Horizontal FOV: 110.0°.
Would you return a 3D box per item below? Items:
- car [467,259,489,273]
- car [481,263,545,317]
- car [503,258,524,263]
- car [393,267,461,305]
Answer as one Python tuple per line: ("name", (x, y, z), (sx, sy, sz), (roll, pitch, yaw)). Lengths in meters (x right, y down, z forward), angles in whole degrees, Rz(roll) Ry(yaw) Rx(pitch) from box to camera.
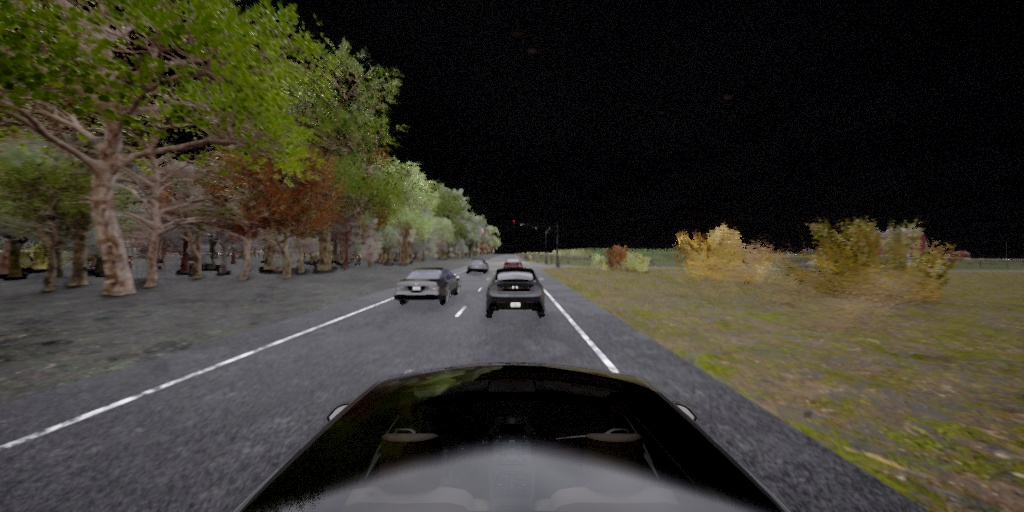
("car", (-3.396, 0.979, 36.399), (1.994, 1.385, 4.181), (0, 1, 0))
("car", (0.102, 1.149, 12.677), (1.837, 1.490, 4.892), (0, 0, 0))
("car", (0.107, 0.904, 35.273), (1.882, 1.535, 5.008), (0, 0, 0))
("car", (-3.398, 1.168, 15.273), (2.033, 1.411, 5.357), (0, 1, 0))
